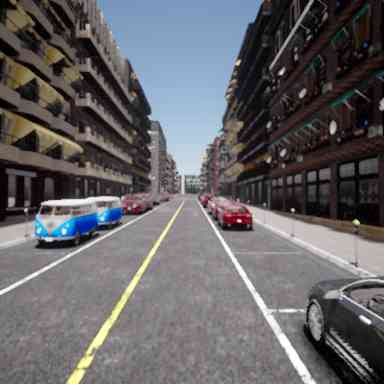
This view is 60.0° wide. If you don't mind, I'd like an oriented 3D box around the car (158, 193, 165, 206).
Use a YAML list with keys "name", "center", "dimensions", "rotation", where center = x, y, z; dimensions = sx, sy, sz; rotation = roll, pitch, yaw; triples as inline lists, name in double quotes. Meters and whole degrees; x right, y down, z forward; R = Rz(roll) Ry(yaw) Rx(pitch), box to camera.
- name: "car"
  center: [-5.445, 1.252, 47.702]
  dimensions: [1.947, 1.339, 4.313]
  rotation: [1, 0, 0]

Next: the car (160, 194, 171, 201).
- name: "car"
  center: [-5.515, 1.128, 69.822]
  dimensions: [1.887, 1.381, 4.507]
  rotation: [1, 0, 0]

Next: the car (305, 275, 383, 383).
- name: "car"
  center: [2.575, 1.522, 3.421]
  dimensions: [2.008, 1.369, 4.403]
  rotation: [1, 0, 0]

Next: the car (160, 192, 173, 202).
- name: "car"
  center: [-5.492, 0.921, 64.290]
  dimensions: [2.192, 1.841, 5.009]
  rotation: [1, 0, 0]

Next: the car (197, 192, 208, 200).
- name: "car"
  center: [2.319, 0.874, 75.322]
  dimensions: [2.192, 1.841, 5.009]
  rotation: [1, 0, 0]

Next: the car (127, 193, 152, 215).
- name: "car"
  center: [-5.386, 1.098, 31.108]
  dimensions: [2.192, 1.841, 5.009]
  rotation: [1, 0, 0]

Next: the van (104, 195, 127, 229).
- name: "van"
  center: [-5.352, 1.195, 20.048]
  dimensions: [1.690, 1.788, 3.998]
  rotation: [1, 0, 0]

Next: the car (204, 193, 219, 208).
- name: "car"
  center: [2.499, 1.220, 31.073]
  dimensions: [1.967, 1.590, 4.097]
  rotation: [1, 0, 0]

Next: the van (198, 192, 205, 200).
- name: "van"
  center: [2.301, 0.881, 80.854]
  dimensions: [1.690, 1.788, 3.998]
  rotation: [1, 0, 0]

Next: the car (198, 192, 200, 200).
- name: "car"
  center: [2.387, 1.094, 53.198]
  dimensions: [1.967, 1.590, 4.097]
  rotation: [1, 0, 0]

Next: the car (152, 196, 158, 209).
- name: "car"
  center: [-5.404, 1.064, 36.638]
  dimensions: [2.192, 1.841, 5.009]
  rotation: [1, 0, 0]

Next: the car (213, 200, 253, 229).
- name: "car"
  center: [2.524, 1.395, 20.012]
  dimensions: [1.887, 1.381, 4.507]
  rotation: [1, 0, 0]

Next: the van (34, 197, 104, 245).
- name: "van"
  center: [-5.334, 1.232, 14.516]
  dimensions: [1.690, 1.788, 3.998]
  rotation: [1, 0, 0]

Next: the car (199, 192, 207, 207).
- name: "car"
  center: [2.425, 1.028, 42.134]
  dimensions: [2.192, 1.841, 5.009]
  rotation: [1, 0, 0]

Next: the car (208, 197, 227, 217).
- name: "car"
  center: [2.506, 1.359, 25.542]
  dimensions: [1.887, 1.381, 4.507]
  rotation: [1, 0, 0]
